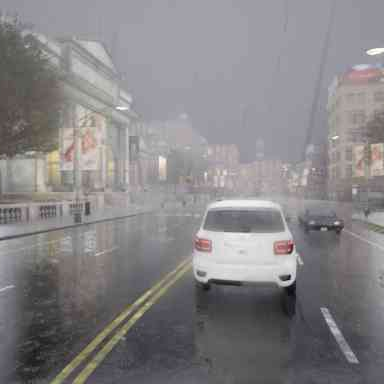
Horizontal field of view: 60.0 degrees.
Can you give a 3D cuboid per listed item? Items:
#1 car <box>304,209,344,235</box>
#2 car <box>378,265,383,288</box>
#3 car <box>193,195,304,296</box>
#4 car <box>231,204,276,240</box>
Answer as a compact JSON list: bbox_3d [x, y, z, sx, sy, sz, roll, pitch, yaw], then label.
[{"bbox_3d":[7.204,1.601,19.089,1.895,1.301,4.718,0,0,12],"label":"car"},{"bbox_3d":[4.233,1.601,4.231,1.895,1.301,4.718,0,0,8],"label":"car"},{"bbox_3d":[1.469,1.221,8.964,2.150,2.045,5.566,0,0,11],"label":"car"},{"bbox_3d":[3.436,1.492,18.269,2.128,1.511,4.902,0,0,12],"label":"car"}]
